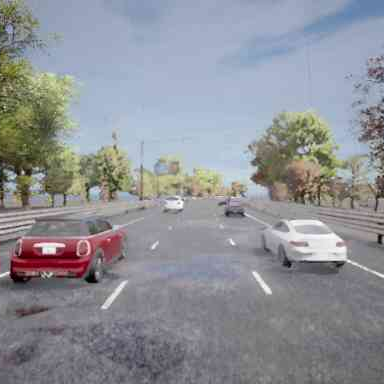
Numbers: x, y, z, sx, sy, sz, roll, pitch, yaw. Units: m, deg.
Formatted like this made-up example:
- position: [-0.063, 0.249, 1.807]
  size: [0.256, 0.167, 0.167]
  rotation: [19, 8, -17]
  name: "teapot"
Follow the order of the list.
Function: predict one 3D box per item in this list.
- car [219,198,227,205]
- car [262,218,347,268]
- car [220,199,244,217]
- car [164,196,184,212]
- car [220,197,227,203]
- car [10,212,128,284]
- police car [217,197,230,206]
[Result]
- position: [7.390, 2.180, 78.408]
  size: [1.812, 1.442, 4.674]
  rotation: [0, -1, 6]
  name: "car"
- position: [3.692, 1.621, 11.571]
  size: [1.812, 1.442, 4.674]
  rotation: [0, 0, 1]
  name: "car"
- position: [4.364, 1.770, 34.949]
  size: [2.128, 1.511, 4.902]
  rotation: [0, 0, 2]
  name: "car"
- position: [-2.265, 1.550, 43.206]
  size: [2.150, 2.045, 5.566]
  rotation: [0, 0, 3]
  name: "car"
- position: [8.576, 2.213, 89.412]
  size: [1.801, 1.575, 5.366]
  rotation: [0, -1, 7]
  name: "car"
- position: [-3.334, 1.417, 9.960]
  size: [2.097, 1.767, 4.553]
  rotation: [0, 0, 1]
  name: "car"
- position: [6.377, 2.060, 67.579]
  size: [2.038, 1.542, 4.974]
  rotation: [0, -1, 5]
  name: "police car"
